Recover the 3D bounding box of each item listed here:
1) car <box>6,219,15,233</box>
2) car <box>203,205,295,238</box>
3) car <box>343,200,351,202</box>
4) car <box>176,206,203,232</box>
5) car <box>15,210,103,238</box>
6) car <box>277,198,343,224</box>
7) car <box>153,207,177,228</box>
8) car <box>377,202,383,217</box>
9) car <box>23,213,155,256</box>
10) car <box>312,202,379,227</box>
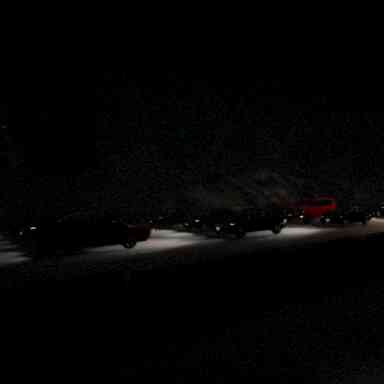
[{"bbox_3d":[-8.240,1.812,19.613,4.718,1.301,1.895,1,-1,-36],"label":"car"},{"bbox_3d":[3.394,1.724,19.343,4.902,1.511,2.128,1,-1,-35],"label":"car"},{"bbox_3d":[16.279,1.694,37.078,4.553,1.767,2.097,0,0,-35],"label":"car"},{"bbox_3d":[1.566,1.789,22.341,4.674,1.442,1.812,1,-1,-35],"label":"car"},{"bbox_3d":[-5.958,1.677,16.942,4.902,1.511,2.128,1,-1,-36],"label":"car"},{"bbox_3d":[10.191,1.532,28.489,5.566,2.045,2.150,0,-1,-35],"label":"car"},{"bbox_3d":[-0.999,1.813,24.800,4.674,1.442,1.812,1,-1,-35],"label":"car"},{"bbox_3d":[19.484,1.812,35.049,4.892,1.490,1.837,-1,0,-35],"label":"car"},{"bbox_3d":[-4.185,1.754,13.906,4.718,1.301,1.895,1,-1,-36],"label":"car"},{"bbox_3d":[11.720,1.772,25.279,4.902,1.511,2.128,0,-1,-36],"label":"car"}]
